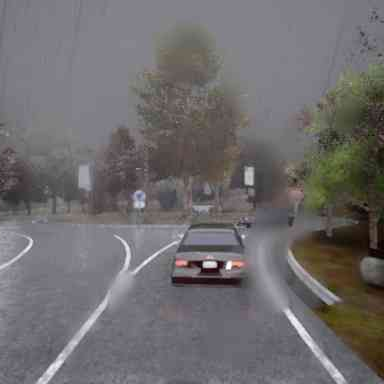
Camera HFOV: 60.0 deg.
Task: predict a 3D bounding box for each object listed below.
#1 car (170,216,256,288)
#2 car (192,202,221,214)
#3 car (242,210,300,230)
[{"bbox_3d":[0.553,1.577,9.318,2.033,1.411,5.357,0,-1,4],"label":"car"},{"bbox_3d":[1.977,2.612,54.863,5.566,2.045,2.150,0,-2,19],"label":"car"},{"bbox_3d":[5.857,2.033,25.196,5.357,1.411,2.033,1,-2,-37],"label":"car"}]
